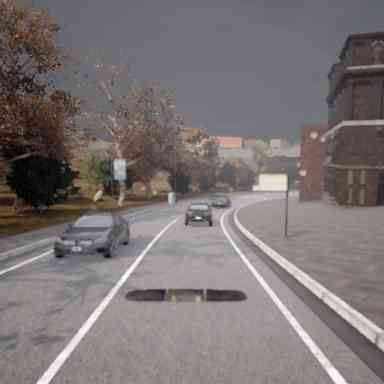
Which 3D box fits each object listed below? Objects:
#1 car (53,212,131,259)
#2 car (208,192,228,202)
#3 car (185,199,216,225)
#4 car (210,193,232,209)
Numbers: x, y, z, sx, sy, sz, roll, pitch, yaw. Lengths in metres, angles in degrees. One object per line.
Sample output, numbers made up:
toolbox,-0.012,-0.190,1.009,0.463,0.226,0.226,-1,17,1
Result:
car,-3.522,1.501,12.588,1.812,1.442,4.674,0,0,1
car,4.354,0.830,54.549,1.994,1.385,4.181,2,3,23
car,0.570,1.478,23.521,1.812,1.442,4.674,0,0,4
car,3.842,1.266,41.939,1.994,1.385,4.181,2,2,15
